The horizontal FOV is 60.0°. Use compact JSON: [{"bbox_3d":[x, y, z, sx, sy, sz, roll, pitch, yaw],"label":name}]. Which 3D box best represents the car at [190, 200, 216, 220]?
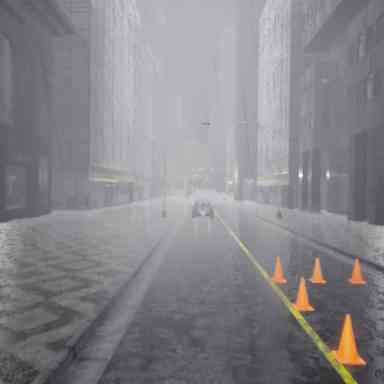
[{"bbox_3d":[0.925,1.481,28.392,2.128,1.511,4.902,1,0,1],"label":"car"}]

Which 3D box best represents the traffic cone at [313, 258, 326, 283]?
[{"bbox_3d":[3.223,1.991,8.544,0.340,0.580,0.340,1,0,1],"label":"traffic cone"}]

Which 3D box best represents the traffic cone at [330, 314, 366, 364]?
[{"bbox_3d":[2.139,1.980,4.566,0.340,0.580,0.340,1,0,1],"label":"traffic cone"}]

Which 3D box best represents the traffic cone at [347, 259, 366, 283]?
[{"bbox_3d":[4.223,2.003,8.523,0.340,0.580,0.340,1,0,1],"label":"traffic cone"}]

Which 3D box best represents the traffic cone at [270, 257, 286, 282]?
[{"bbox_3d":[2.224,1.979,8.566,0.340,0.580,0.340,1,0,1],"label":"traffic cone"}]

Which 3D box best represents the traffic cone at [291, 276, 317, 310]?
[{"bbox_3d":[2.181,1.979,6.566,0.340,0.580,0.340,1,0,1],"label":"traffic cone"}]
